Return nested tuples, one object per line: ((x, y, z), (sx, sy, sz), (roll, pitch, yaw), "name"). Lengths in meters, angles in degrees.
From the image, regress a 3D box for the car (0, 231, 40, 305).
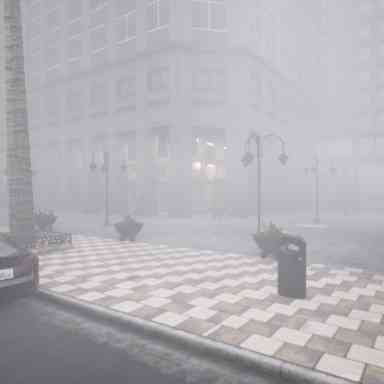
((-5.267, 1.513, 7.213), (4.786, 1.482, 2.161), (0, 0, 35), "car")
